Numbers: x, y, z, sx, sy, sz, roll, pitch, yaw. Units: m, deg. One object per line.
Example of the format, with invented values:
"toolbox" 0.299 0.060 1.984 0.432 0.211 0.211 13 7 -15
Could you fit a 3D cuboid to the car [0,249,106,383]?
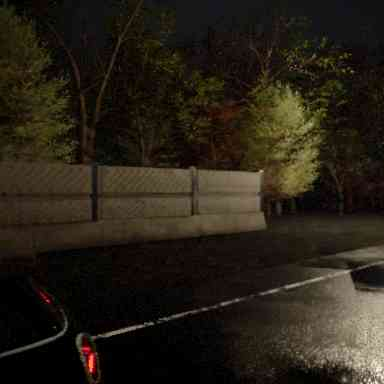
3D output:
"car" -2.889 1.318 1.927 4.553 1.767 2.097 -1 1 -35
